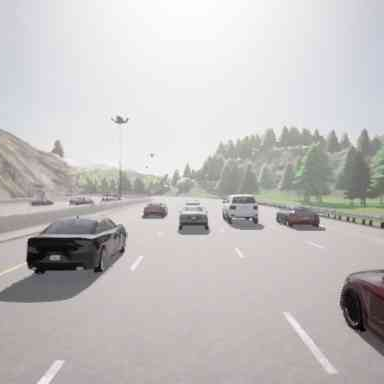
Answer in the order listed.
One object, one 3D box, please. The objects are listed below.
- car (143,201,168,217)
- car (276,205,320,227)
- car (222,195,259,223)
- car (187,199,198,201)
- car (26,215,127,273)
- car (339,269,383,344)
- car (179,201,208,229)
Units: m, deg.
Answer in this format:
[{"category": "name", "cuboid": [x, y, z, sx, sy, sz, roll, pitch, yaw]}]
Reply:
[{"category": "car", "cuboid": [-3.397, 1.573, 31.544, 1.994, 1.385, 4.181, 0, 0, 0]}, {"category": "car", "cuboid": [7.104, 1.570, 22.735, 1.994, 1.385, 4.181, 0, 0, 0]}, {"category": "car", "cuboid": [3.602, 1.228, 25.380, 2.150, 2.045, 5.566, 0, 0, 0]}, {"category": "car", "cuboid": [0.104, 1.558, 40.845, 2.033, 1.411, 5.357, 0, 0, 0]}, {"category": "car", "cuboid": [-3.399, 1.481, 10.737, 1.882, 1.535, 5.008, 0, 0, 0]}, {"category": "car", "cuboid": [3.602, 1.565, 4.208, 1.994, 1.385, 4.181, 0, 0, 0]}, {"category": "car", "cuboid": [0.102, 1.553, 21.652, 2.033, 1.411, 5.357, 0, 0, 0]}]
